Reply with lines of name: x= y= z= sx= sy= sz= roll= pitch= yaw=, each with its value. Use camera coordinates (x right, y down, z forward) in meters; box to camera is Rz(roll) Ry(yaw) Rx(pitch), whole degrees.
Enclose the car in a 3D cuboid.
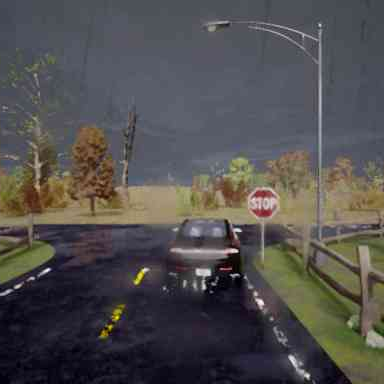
car: x=0.409 y=1.476 z=9.422 sx=2.128 sy=1.511 sz=4.902 roll=0 pitch=0 yaw=4
